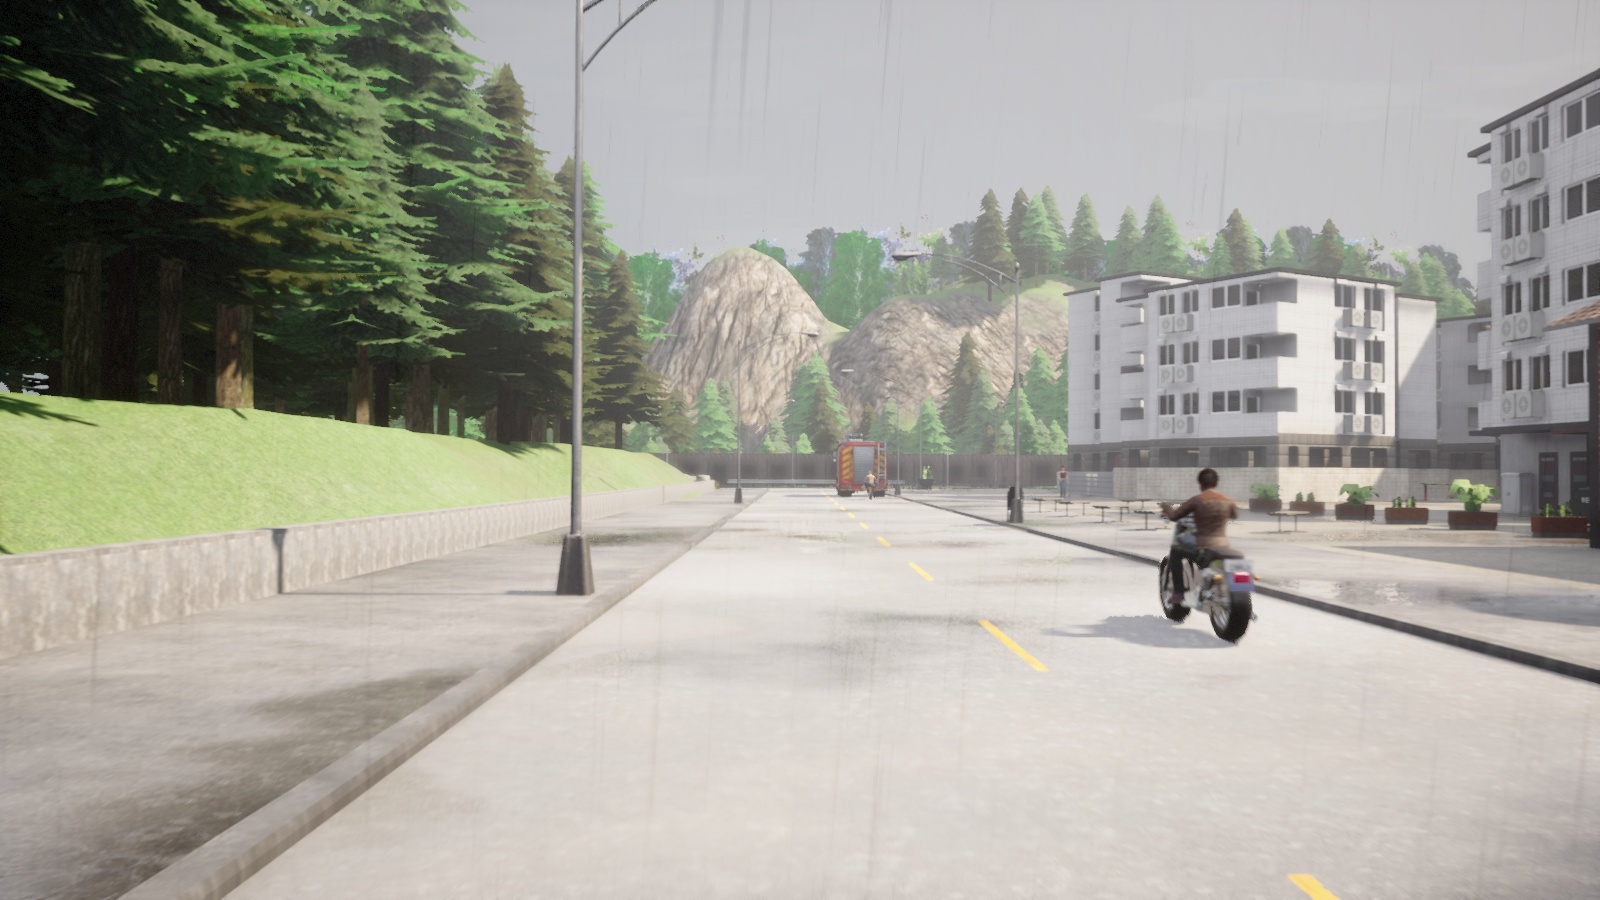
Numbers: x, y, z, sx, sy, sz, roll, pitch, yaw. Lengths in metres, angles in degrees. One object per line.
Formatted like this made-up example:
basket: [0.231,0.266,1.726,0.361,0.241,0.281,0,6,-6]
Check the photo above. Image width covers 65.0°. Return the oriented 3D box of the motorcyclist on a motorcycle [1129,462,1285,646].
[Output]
motorcyclist on a motorcycle: [3.971,0.958,12.488,0.766,1.649,2.350,0,-1,0]

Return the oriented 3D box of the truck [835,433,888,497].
truck: [3.811,0.963,79.365,2.891,3.827,8.468,0,-1,0]

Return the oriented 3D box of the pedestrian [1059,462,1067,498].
pedestrian: [13.739,1.567,65.575,0.345,1.836,0.594,0,-1,9]
